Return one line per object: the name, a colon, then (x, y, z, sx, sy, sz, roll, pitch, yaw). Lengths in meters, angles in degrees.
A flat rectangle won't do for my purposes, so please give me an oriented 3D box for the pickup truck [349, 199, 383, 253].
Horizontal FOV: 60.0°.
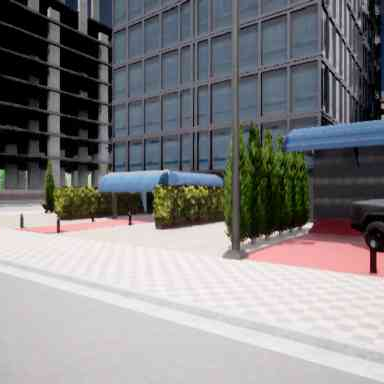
pickup truck: (8.064, 1.015, 9.935, 2.390, 2.098, 6.274, 0, 0, -24)
